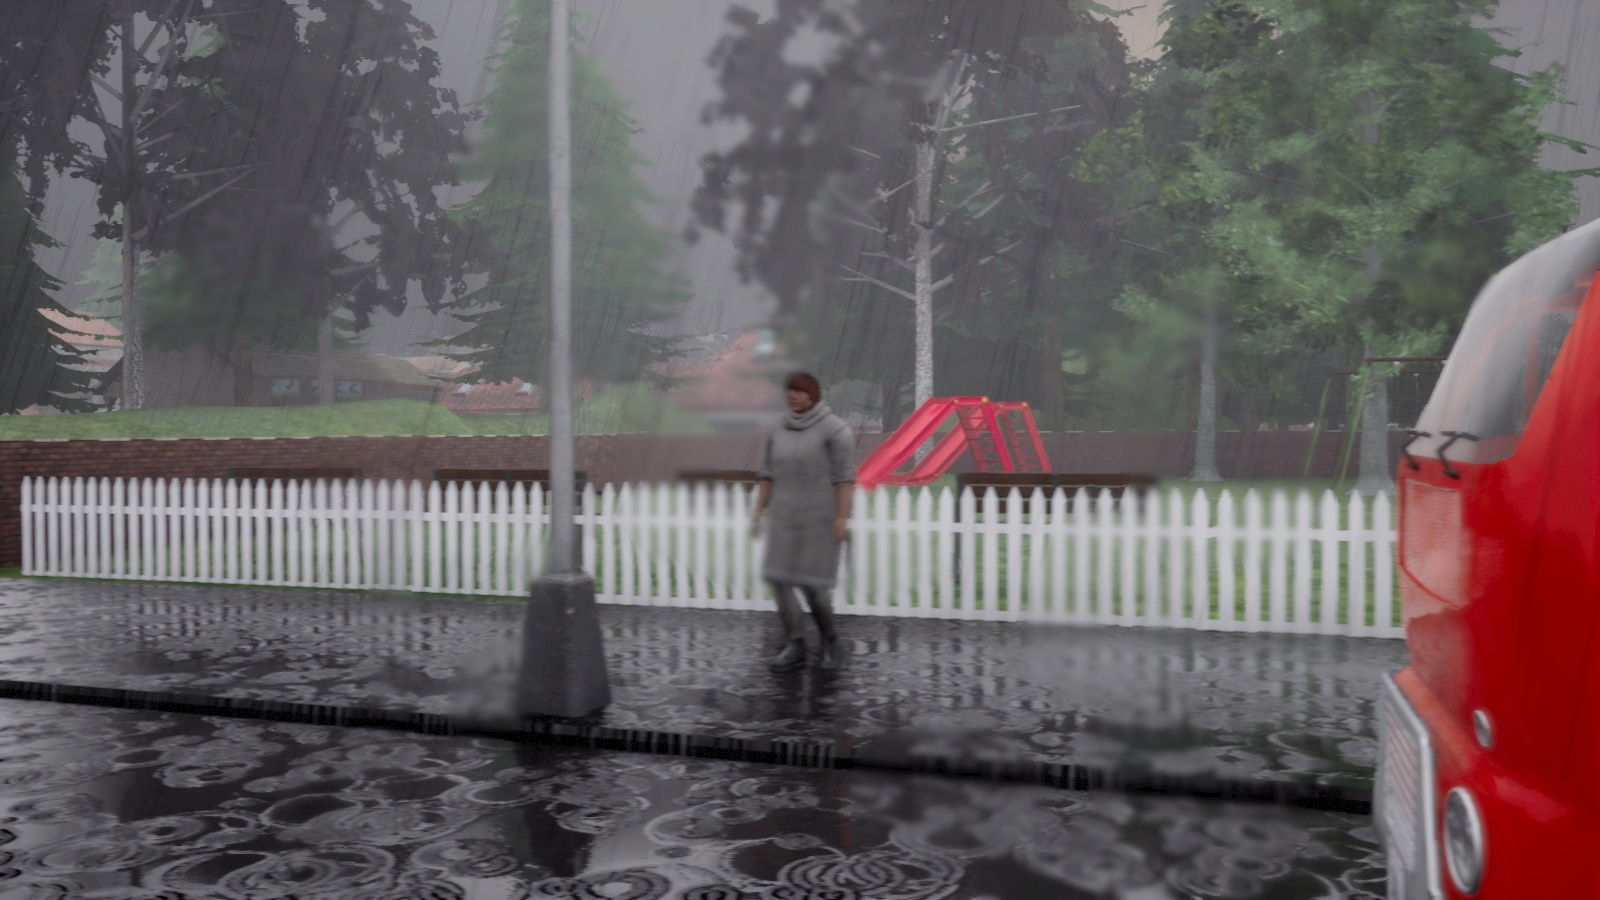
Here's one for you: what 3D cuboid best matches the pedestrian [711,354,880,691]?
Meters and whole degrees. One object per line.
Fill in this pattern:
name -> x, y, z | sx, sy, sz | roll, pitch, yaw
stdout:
pedestrian -> -0.017, 0.411, 7.795 | 0.659, 1.952, 0.873 | 1, 1, 35

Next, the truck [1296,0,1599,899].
truck -> 3.827, 0.316, 2.398 | 5.204, 2.467, 2.627 | 1, 1, 19
